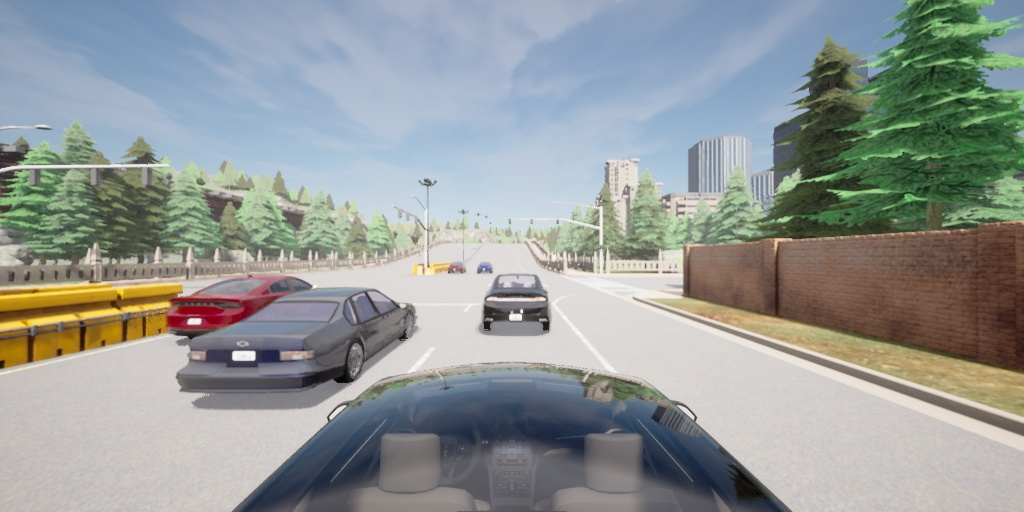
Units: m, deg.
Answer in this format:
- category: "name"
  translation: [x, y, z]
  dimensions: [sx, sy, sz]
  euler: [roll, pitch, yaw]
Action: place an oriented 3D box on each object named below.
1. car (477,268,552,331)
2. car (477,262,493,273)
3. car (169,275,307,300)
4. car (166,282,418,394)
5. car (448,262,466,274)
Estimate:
- category: "car"
  translation: [0.185, 1.290, 11.190]
  dimensions: [2.128, 1.511, 4.902]
  euler: [0, 0, 2]
- category: "car"
  translation: [-3.384, 1.494, 45.588]
  dimensions: [1.812, 1.442, 4.674]
  euler: [0, 0, 0]
- category: "car"
  translation: [-6.897, 1.270, 10.265]
  dimensions: [1.882, 1.535, 5.008]
  euler: [0, 0, 0]
- category: "car"
  translation: [-3.398, 1.324, 7.052]
  dimensions: [2.033, 1.411, 5.357]
  euler: [0, 0, 0]
- category: "car"
  translation: [-6.879, 1.492, 45.182]
  dimensions: [1.812, 1.442, 4.674]
  euler: [0, 0, 0]
